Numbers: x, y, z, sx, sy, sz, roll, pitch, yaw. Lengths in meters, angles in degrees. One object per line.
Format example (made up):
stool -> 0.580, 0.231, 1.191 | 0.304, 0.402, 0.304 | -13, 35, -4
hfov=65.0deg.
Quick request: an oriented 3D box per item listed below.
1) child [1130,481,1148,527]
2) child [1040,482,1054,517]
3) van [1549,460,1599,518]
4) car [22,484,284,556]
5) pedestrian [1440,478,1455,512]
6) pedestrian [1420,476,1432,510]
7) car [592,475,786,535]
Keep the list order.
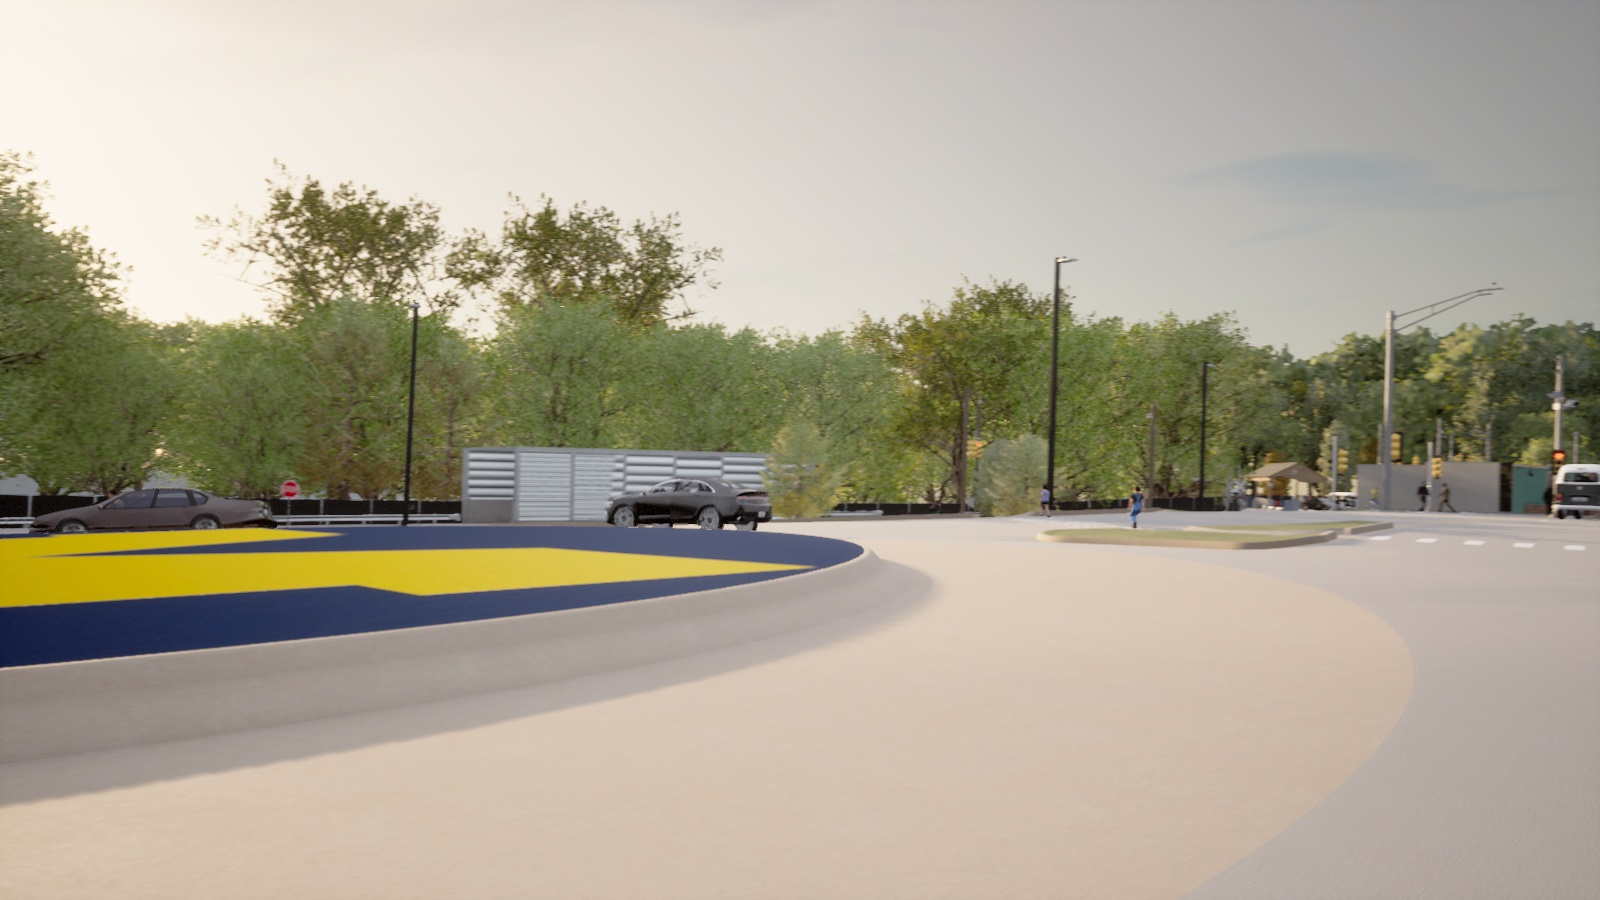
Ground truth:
child -> 9.437, 1.487, 34.952 | 0.270, 1.263, 0.437 | 2, -2, -12
child -> 8.058, 1.615, 40.976 | 0.255, 1.110, 0.394 | 2, -2, -12
van -> 29.578, 1.474, 46.605 | 2.069, 2.038, 4.480 | 0, -2, 44
car -> -15.824, 1.740, 31.027 | 5.357, 1.411, 2.033 | -2, -7, -10
pedestrian -> 37.796, 2.612, 73.263 | 0.692, 1.930, 0.396 | 1, -2, 39
pedestrian -> 34.014, 2.350, 68.257 | 0.376, 1.854, 0.720 | 0, -3, 43
car -> -3.033, 1.485, 34.030 | 4.902, 1.511, 2.128 | -1, -3, 32
